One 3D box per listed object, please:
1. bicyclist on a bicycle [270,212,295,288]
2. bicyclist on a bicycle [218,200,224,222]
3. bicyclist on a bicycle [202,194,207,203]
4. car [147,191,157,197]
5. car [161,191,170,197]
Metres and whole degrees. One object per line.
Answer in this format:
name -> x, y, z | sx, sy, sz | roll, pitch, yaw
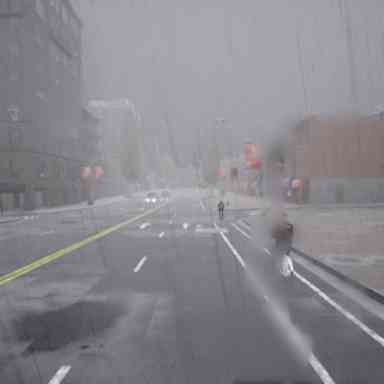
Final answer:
bicyclist on a bicycle -> 2.251, 1.390, 8.410 | 0.659, 1.776, 1.843 | 0, 0, 0
bicyclist on a bicycle -> 2.251, 1.483, 25.684 | 0.582, 1.620, 1.656 | 0, 0, 0
bicyclist on a bicycle -> 2.259, 1.200, 58.940 | 0.866, 1.612, 1.509 | 0, 1, 0
car -> -9.742, 0.528, 81.342 | 1.895, 1.301, 4.718 | 0, 1, 0
car -> -6.492, 0.472, 81.370 | 2.033, 1.411, 5.357 | 0, 1, 0
